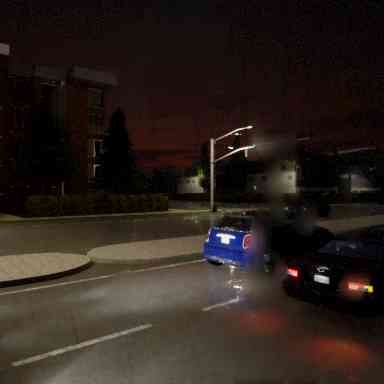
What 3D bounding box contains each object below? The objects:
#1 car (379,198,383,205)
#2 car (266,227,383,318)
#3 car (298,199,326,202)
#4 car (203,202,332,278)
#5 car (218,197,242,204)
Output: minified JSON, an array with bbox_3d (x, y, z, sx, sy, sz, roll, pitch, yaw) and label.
[{"bbox_3d":[33.362,1.352,55.898,4.553,1.767,2.097,0,0,-38],"label":"car"},{"bbox_3d":[4.203,1.547,7.280,5.357,1.411,2.033,0,0,-38],"label":"car"},{"bbox_3d":[9.301,1.352,26.667,4.553,1.767,2.097,0,0,-41],"label":"car"},{"bbox_3d":[2.581,1.352,10.461,4.553,1.767,2.097,0,0,-38],"label":"car"},{"bbox_3d":[7.028,1.601,62.366,1.895,1.301,4.718,0,0,-37],"label":"car"}]
